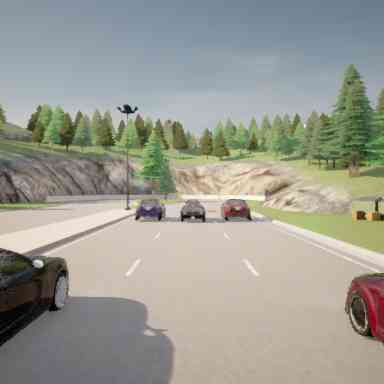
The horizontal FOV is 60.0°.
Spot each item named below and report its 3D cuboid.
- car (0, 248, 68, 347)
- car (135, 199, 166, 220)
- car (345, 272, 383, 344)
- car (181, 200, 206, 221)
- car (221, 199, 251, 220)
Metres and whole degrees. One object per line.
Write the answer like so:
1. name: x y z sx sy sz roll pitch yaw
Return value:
1. car: -3.402 1.478 4.697 1.882 1.535 5.008 0 0 0
2. car: -3.413 1.351 28.041 2.097 1.767 4.553 0 0 0
3. car: 3.597 1.563 3.991 1.994 1.385 4.181 0 0 0
4. car: 0.087 1.601 26.903 1.895 1.301 4.718 0 0 0
5. car: 3.587 1.351 27.937 2.097 1.767 4.553 0 0 0
